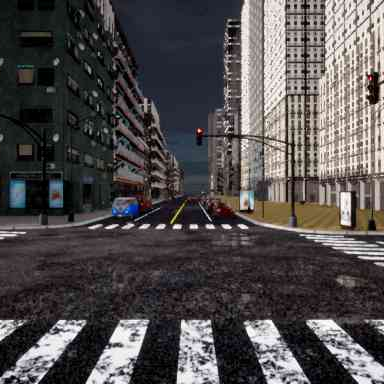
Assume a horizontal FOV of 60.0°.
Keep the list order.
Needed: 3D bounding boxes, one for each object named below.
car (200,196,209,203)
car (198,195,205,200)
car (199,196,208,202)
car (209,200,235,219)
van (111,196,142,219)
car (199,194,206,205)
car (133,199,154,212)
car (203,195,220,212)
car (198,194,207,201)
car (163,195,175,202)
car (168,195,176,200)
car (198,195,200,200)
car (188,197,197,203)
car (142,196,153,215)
[{"bbox_3d":[2.662,1.590,72.669,1.887,1.381,4.507,0,0,0],"label":"car"},{"bbox_3d":[2.651,1.655,94.780,1.802,1.307,4.206,0,0,0],"label":"car"},{"bbox_3d":[2.660,1.633,78.197,1.802,1.307,4.206,0,0,0],"label":"car"},{"bbox_3d":[2.684,1.591,28.448,1.802,1.307,4.206,0,0,0],"label":"car"},{"bbox_3d":[-5.696,1.351,28.445,1.690,1.788,3.998,0,0,0],"label":"van"},{"bbox_3d":[2.671,1.468,56.086,1.967,1.590,4.097,0,0,0],"label":"car"},{"bbox_3d":[-5.702,1.560,39.501,1.887,1.381,4.507,0,0,0],"label":"car"},{"bbox_3d":[2.679,1.455,39.504,1.967,1.590,4.097,0,0,0],"label":"car"},{"bbox_3d":[2.659,1.373,83.725,2.192,1.841,5.009,0,0,0],"label":"car"},{"bbox_3d":[-5.720,1.492,78.193,1.967,1.590,4.097,0,0,0],"label":"car"},{"bbox_3d":[-5.729,1.639,94.777,1.947,1.339,4.313,0,0,0],"label":"car"},{"bbox_3d":[2.665,1.590,67.142,2.008,1.369,4.403,0,0,0],"label":"car"},{"bbox_3d":[0.066,1.643,69.749,1.895,1.301,4.718,0,0,0],"label":"car"},{"bbox_3d":[-5.698,1.327,33.973,2.192,1.841,5.009,0,0,0],"label":"car"}]
